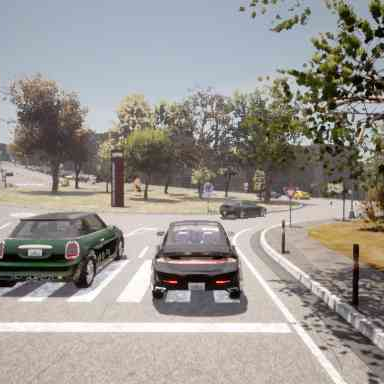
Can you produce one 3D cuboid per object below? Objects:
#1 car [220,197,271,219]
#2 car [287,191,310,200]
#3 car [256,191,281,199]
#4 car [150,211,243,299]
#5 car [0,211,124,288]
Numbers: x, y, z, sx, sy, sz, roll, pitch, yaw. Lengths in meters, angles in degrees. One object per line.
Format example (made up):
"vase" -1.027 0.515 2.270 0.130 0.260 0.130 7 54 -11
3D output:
"car" 4.407 1.430 28.336 4.892 1.490 1.837 1 1 -44
"car" 19.394 0.560 60.856 1.882 1.535 5.008 -1 2 -20
"car" 14.650 0.525 63.920 2.033 1.411 5.357 -1 3 -29
"car" 0.097 1.463 8.377 2.128 1.511 4.902 0 0 0
"car" -3.346 1.319 9.310 2.097 1.767 4.553 0 0 1
